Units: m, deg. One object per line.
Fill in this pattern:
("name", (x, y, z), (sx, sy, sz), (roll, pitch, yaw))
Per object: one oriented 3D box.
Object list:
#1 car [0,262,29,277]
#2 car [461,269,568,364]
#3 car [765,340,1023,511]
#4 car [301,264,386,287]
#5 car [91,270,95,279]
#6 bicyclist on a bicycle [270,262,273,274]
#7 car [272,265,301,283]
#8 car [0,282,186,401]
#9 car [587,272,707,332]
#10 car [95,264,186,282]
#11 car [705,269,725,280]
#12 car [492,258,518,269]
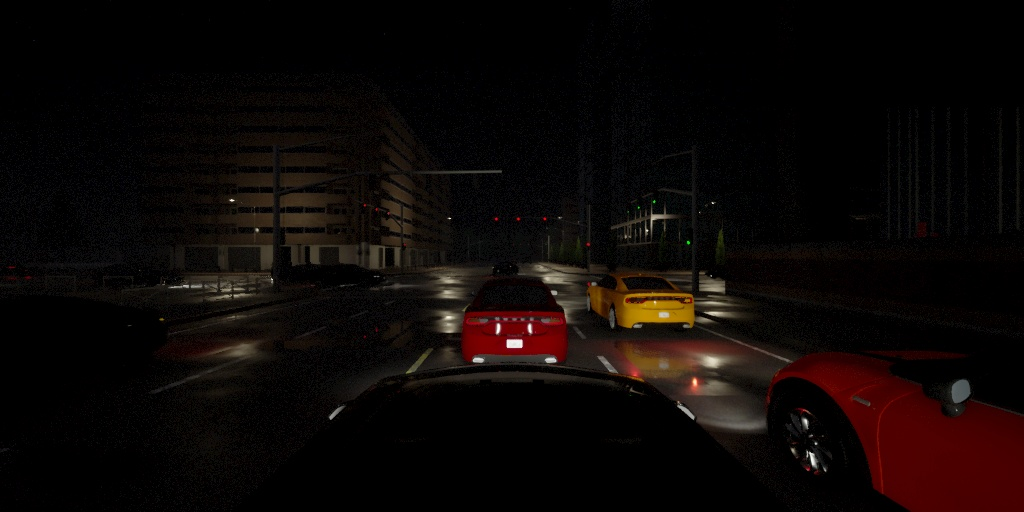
("car", (-50.339, 1.297, 34.913), (4.902, 1.511, 2.128), (0, 0, 1))
("car", (0.061, 1.228, 8.105), (1.882, 1.535, 5.008), (0, 0, 0))
("car", (3.600, 1.102, 1.733), (2.097, 1.767, 4.553), (0, 0, 0))
("car", (-11.009, 1.292, 24.102), (4.892, 1.490, 1.837), (-1, 0, 0))
("car", (-29.522, 1.331, 27.682), (4.674, 1.442, 1.812), (0, 0, 0))
("bicyclist on a bicycle", (-25.527, 1.106, 38.644), (0.582, 1.620, 1.656), (0, 0, 0))
("car", (-15.365, 1.351, 27.685), (5.357, 1.411, 2.033), (0, 0, -1))
("car", (-7.108, 1.276, 4.569), (1.812, 1.442, 4.674), (0, 0, 0))
("car", (3.580, 1.228, 10.879), (1.882, 1.535, 5.008), (0, 0, 0))
("car", (-24.666, 1.370, 24.159), (4.181, 1.385, 1.994), (0, 0, 0))
("car", (19.530, 1.406, 31.180), (4.718, 1.301, 1.895), (0, 0, 0))
("car", (-0.693, 1.297, 37.919), (1.812, 1.442, 4.674), (1, 0, 17))
